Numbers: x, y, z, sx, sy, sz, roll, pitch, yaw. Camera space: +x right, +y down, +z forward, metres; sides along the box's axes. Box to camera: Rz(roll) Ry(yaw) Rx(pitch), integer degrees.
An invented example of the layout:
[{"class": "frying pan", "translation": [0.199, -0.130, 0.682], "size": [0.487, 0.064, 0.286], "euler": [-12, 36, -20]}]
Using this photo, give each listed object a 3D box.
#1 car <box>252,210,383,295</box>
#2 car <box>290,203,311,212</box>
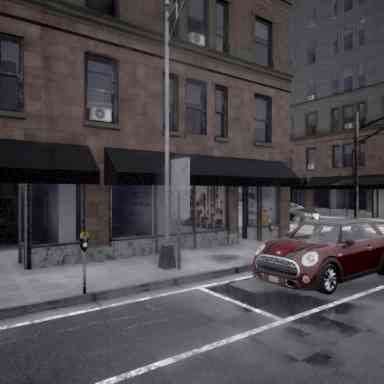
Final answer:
[{"class": "car", "translation": [3.464, 1.440, 8.670], "size": [4.097, 1.590, 1.967], "euler": [0, 0, -36]}, {"class": "car", "translation": [7.071, 1.536, 24.623], "size": [2.128, 1.511, 4.902], "euler": [0, 0, -35]}]
